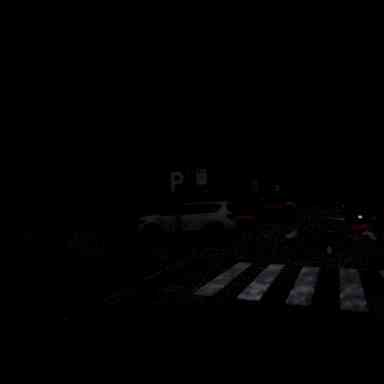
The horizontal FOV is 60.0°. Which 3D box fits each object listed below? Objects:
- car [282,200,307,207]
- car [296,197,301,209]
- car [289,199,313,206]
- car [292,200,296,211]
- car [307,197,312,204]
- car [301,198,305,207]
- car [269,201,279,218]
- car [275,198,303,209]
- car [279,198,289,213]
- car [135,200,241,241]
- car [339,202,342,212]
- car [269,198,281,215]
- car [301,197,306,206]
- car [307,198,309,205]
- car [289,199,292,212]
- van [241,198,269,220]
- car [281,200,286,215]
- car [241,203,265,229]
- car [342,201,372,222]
[{"bbox_3d":[21.853,2.466,71.157,4.674,1.452,2.002,-2,-2,3],"label":"car"},{"bbox_3d":[12.531,1.895,49.042,5.566,2.045,2.435,-2,-2,3],"label":"car"},{"bbox_3d":[27.831,2.611,84.988,5.366,1.575,1.946,-2,-2,3],"label":"car"},{"bbox_3d":[11.372,2.145,46.272,4.792,1.488,2.163,-2,-2,3],"label":"car"},{"bbox_3d":[25.327,2.543,79.460,4.892,1.521,2.231,-2,-2,3],"label":"car"},{"bbox_3d":[15.037,2.202,54.558,5.366,1.575,1.946,-2,-2,3],"label":"car"},{"bbox_3d":[5.510,1.972,32.427,5.008,1.535,2.097,-2,-1,3],"label":"car"},{"bbox_3d":[18.321,2.190,62.868,4.553,1.767,2.185,-2,-2,3],"label":"car"},{"bbox_3d":[9.032,1.930,40.732,4.553,1.767,2.185,-2,-1,3],"label":"car"},{"bbox_3d":[-0.333,1.583,18.575,5.566,2.045,2.435,-2,-1,3],"label":"car"},{"bbox_3d":[21.445,1.942,46.003,2.033,1.411,5.357,-2,-1,22],"label":"car"},{"bbox_3d":[6.634,1.876,35.214,4.553,1.767,2.185,-2,-2,3],"label":"car"},{"bbox_3d":[16.032,1.994,57.351,5.566,2.045,2.435,-2,-2,3],"label":"car"},{"bbox_3d":[20.720,2.416,68.388,4.792,1.488,2.163,-2,-2,3],"label":"car"},{"bbox_3d":[10.200,1.959,43.497,4.553,1.767,2.185,-2,-1,3],"label":"car"},{"bbox_3d":[4.215,1.723,29.670,4.442,1.987,1.878,-2,-1,3],"label":"van"},{"bbox_3d":[7.837,2.068,37.970,4.674,1.452,2.002,-2,-2,3],"label":"car"},{"bbox_3d":[2.204,1.879,24.115,5.366,1.575,1.946,-2,-2,3],"label":"car"},{"bbox_3d":[14.011,1.709,28.126,1.837,1.490,4.892,-2,-1,23],"label":"car"}]
